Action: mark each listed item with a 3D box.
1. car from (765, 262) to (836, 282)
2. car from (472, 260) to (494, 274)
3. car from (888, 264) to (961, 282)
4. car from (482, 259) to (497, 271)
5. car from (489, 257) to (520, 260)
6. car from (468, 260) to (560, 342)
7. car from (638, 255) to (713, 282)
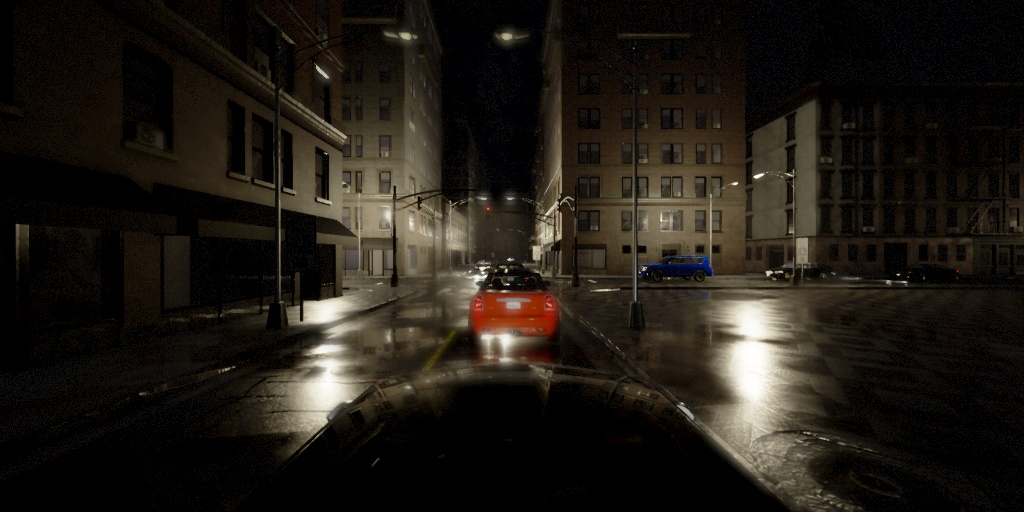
[{"bbox_3d":[22.982,1.246,28.725,4.902,1.511,2.128,0,0,-1],"label":"car"},{"bbox_3d":[-3.224,1.238,41.255,2.128,1.511,4.902,0,0,0],"label":"car"},{"bbox_3d":[33.037,1.319,28.807,4.181,1.385,1.994,0,0,0],"label":"car"},{"bbox_3d":[-3.241,1.251,51.503,1.837,1.490,4.892,0,0,0],"label":"car"},{"bbox_3d":[-0.183,1.101,18.861,2.097,1.767,4.553,0,0,-3],"label":"car"},{"bbox_3d":[0.048,1.102,9.941,2.097,1.767,4.553,0,0,0],"label":"car"},{"bbox_3d":[12.961,0.974,28.621,5.566,2.045,2.150,0,0,-1],"label":"car"}]
